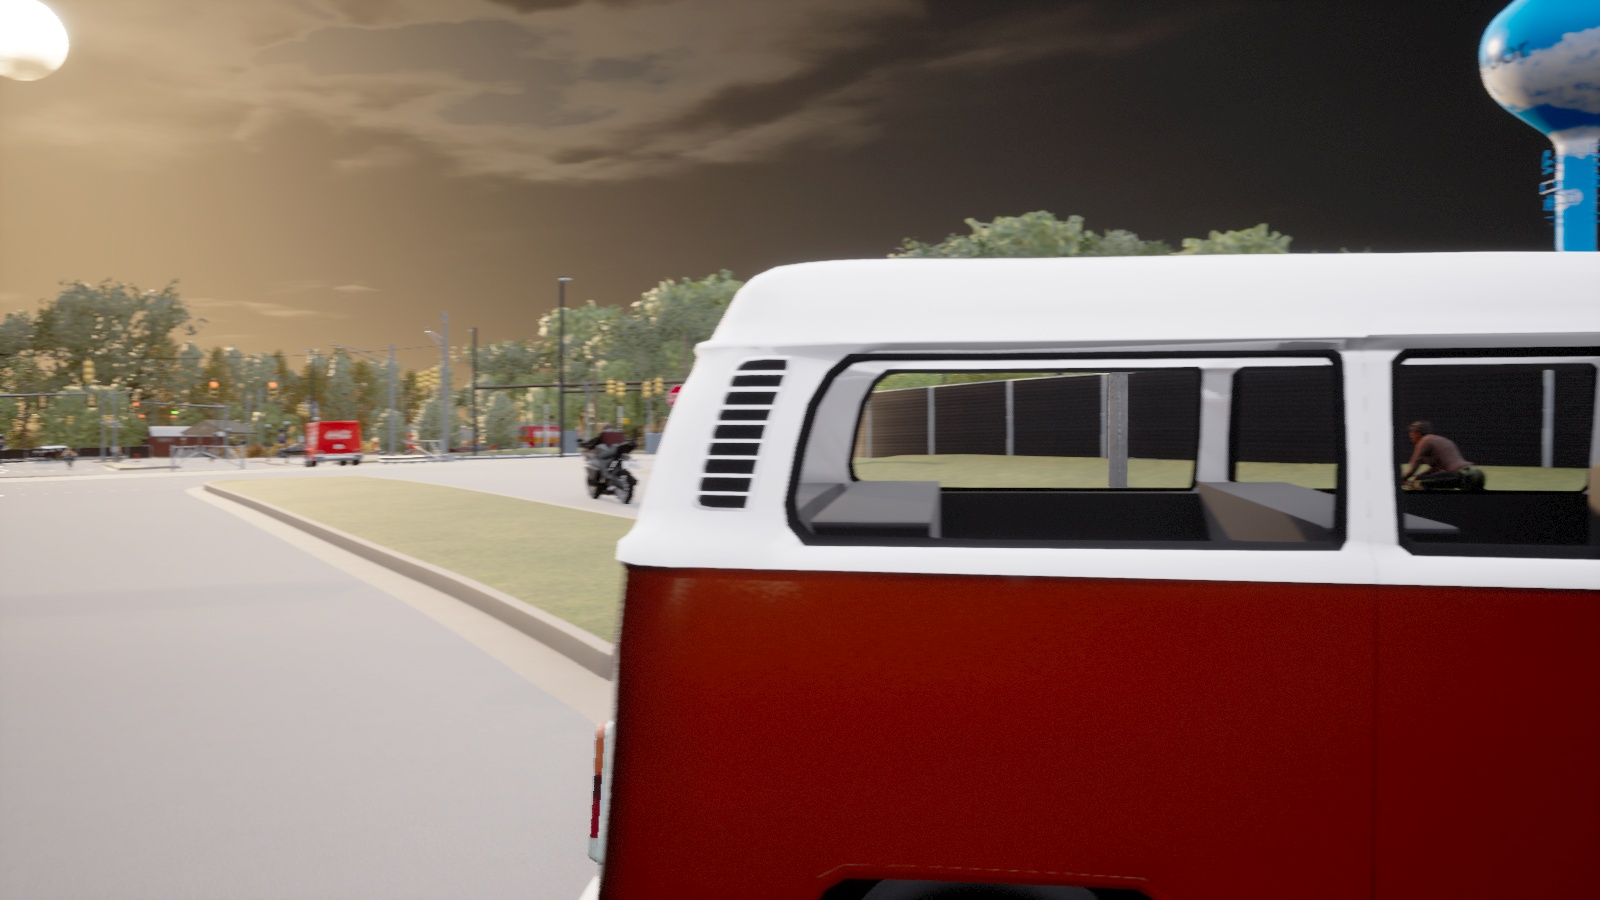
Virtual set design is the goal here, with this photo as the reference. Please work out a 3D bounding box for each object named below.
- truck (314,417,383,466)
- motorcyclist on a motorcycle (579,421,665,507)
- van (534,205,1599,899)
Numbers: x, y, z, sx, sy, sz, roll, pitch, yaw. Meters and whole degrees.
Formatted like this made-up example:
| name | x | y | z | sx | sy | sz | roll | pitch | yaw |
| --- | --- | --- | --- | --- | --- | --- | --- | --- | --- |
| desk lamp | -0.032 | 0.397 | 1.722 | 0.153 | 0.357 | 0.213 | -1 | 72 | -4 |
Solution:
| name | x | y | z | sx | sy | sz | roll | pitch | yaw |
| --- | --- | --- | --- | --- | --- | --- | --- | --- | --- |
| truck | -24.245 | -0.423 | 67.355 | 2.627 | 2.467 | 5.204 | -2 | 0 | -29 |
| motorcyclist on a motorcycle | -3.403 | 0.232 | 23.795 | 0.866 | 1.530 | 2.191 | -1 | 2 | -30 |
| van | 1.807 | 0.528 | 3.351 | 4.480 | 2.038 | 2.069 | 0 | 2 | 7 |
